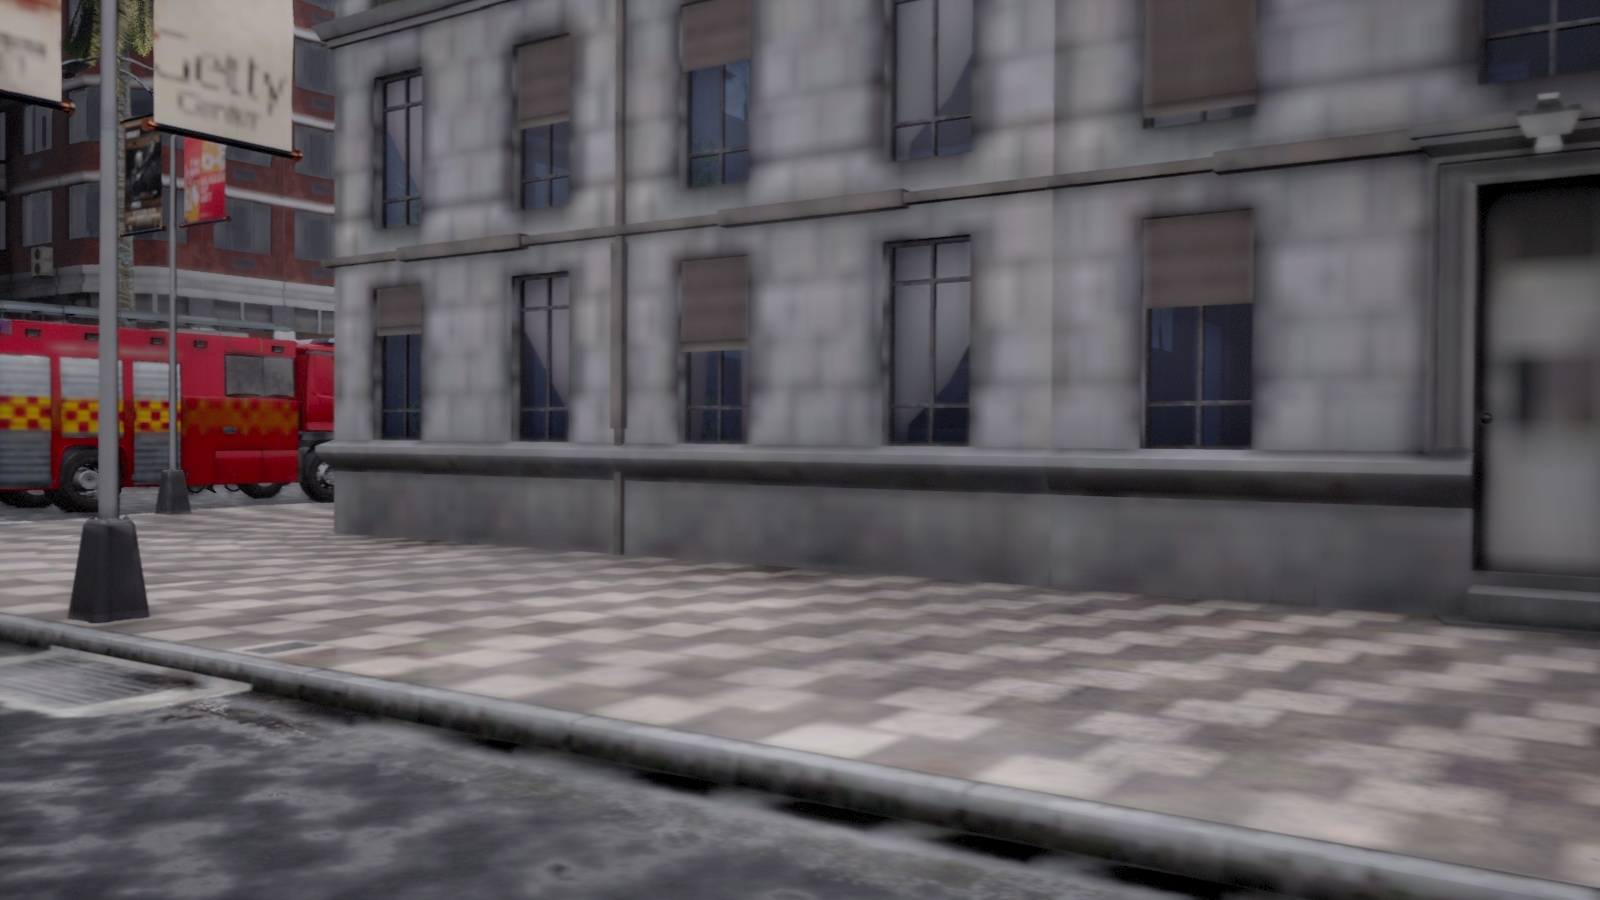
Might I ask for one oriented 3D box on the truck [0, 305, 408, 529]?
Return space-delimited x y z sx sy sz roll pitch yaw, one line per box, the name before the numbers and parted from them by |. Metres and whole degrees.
truck | -12.512 -0.628 25.846 2.891 3.827 8.468 0 1 34
